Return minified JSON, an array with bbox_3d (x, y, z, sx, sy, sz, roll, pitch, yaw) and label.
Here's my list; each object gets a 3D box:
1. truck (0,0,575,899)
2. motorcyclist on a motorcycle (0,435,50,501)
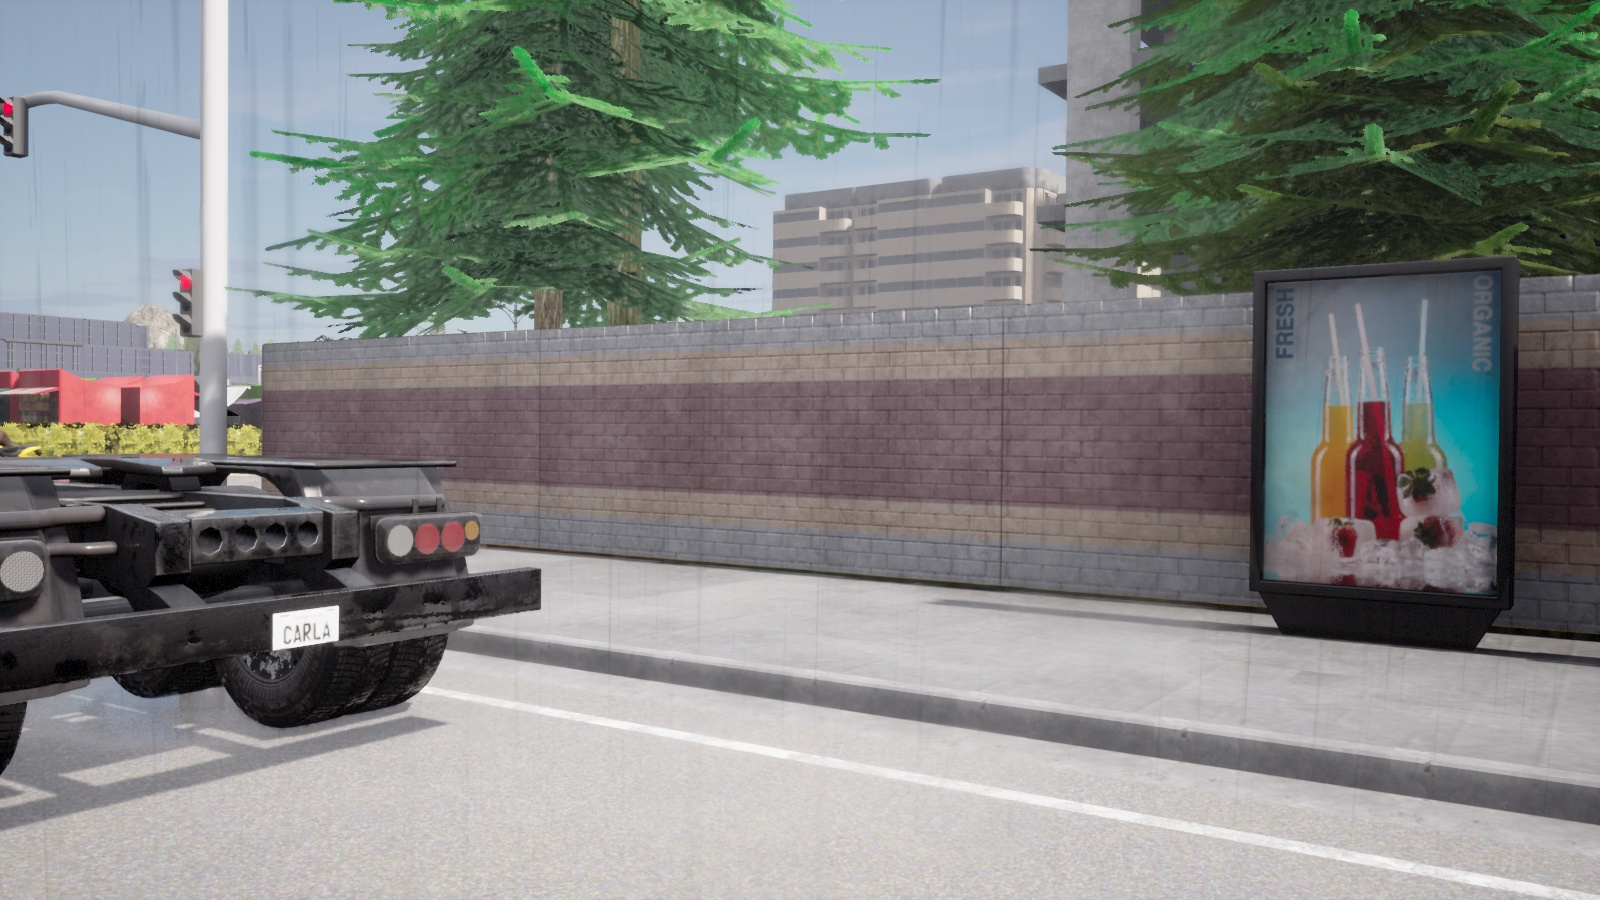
[{"bbox_3d":[-5.216,-0.300,7.067,7.936,3.462,2.891,0,1,34],"label":"truck"},{"bbox_3d":[-18.965,0.426,29.589,0.797,1.523,2.044,0,1,33],"label":"motorcyclist on a motorcycle"}]
